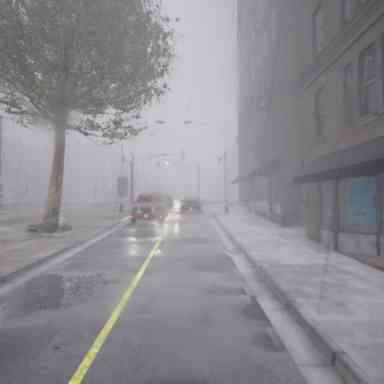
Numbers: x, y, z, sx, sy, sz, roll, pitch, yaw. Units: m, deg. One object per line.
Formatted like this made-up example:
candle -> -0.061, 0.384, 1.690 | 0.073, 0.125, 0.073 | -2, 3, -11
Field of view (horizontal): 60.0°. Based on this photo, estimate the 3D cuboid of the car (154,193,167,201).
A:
car -> -5.700, 0.827, 61.412 | 2.008, 1.369, 4.403 | 2, 0, 0

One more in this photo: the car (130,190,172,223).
car -> -2.856, 1.050, 23.241 | 2.150, 2.045, 5.566 | 0, 1, 0

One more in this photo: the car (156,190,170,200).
car -> -5.731, 0.577, 66.396 | 2.192, 1.841, 5.009 | 2, 0, 0

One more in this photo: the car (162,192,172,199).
car -> -5.816, 0.786, 76.977 | 1.887, 1.381, 4.507 | 2, 0, 0

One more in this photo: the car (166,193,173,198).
car -> -5.897, 0.818, 87.558 | 1.802, 1.307, 4.206 | 1, 0, 0

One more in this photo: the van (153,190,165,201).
van -> -5.669, 0.627, 58.091 | 1.690, 1.788, 3.998 | 2, 0, 0

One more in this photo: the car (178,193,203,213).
car -> -0.094, 1.090, 30.520 | 1.837, 1.490, 4.892 | 0, 2, 0

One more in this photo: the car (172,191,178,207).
car -> -2.911, 0.963, 34.475 | 2.128, 1.511, 4.902 | 0, 2, 0
